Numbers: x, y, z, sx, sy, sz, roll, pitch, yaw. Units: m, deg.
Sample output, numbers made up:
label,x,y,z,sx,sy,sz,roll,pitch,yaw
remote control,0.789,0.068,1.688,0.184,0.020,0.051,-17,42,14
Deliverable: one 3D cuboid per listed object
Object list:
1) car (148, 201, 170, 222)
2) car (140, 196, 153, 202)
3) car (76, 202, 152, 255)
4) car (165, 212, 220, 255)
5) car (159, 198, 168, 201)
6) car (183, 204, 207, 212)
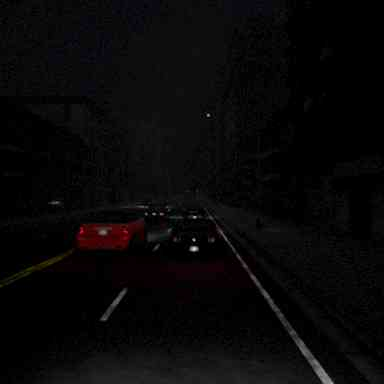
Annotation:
label,x,y,z,sx,sy,sz,roll,pitch,yaw
car,-3.009,1.817,28.896,2.033,1.411,5.357,0,0,1
car,-9.141,1.811,67.688,2.150,2.045,5.566,0,0,1
car,-3.150,1.483,13.982,2.097,1.767,4.553,0,-1,1
car,0.099,1.734,13.983,1.895,1.301,4.718,0,-1,1
car,-5.895,2.087,67.701,1.837,1.490,4.892,0,0,1
car,0.247,1.781,29.173,1.837,1.490,4.892,0,0,1
